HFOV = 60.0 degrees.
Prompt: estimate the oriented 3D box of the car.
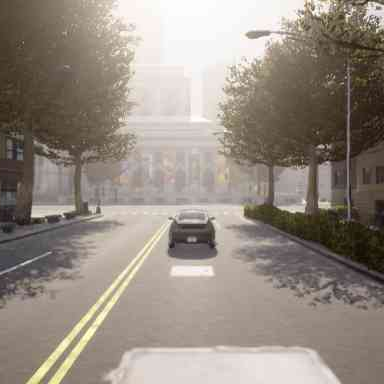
[{"bbox_3d":[0.000,1.515,14.650,1.837,1.490,4.892,0,0,0],"label":"car"}]
